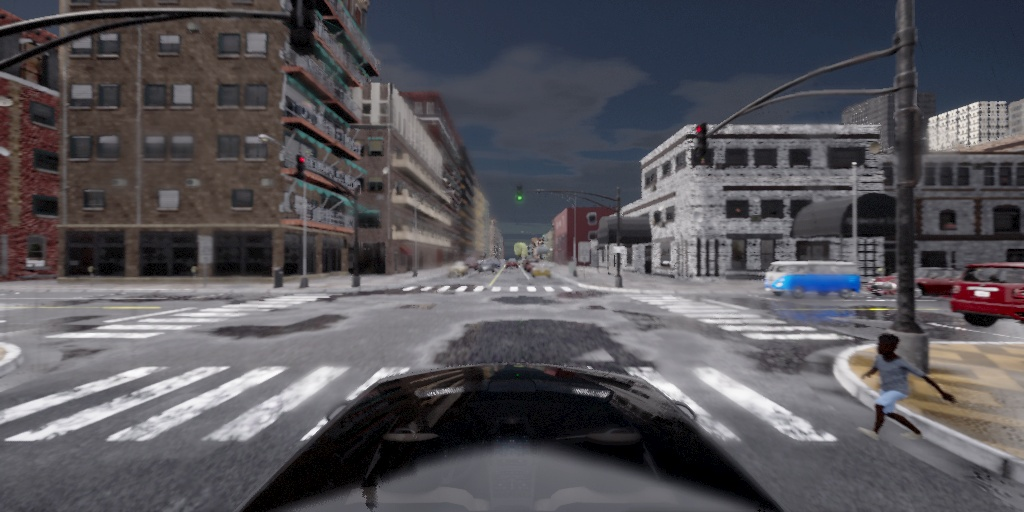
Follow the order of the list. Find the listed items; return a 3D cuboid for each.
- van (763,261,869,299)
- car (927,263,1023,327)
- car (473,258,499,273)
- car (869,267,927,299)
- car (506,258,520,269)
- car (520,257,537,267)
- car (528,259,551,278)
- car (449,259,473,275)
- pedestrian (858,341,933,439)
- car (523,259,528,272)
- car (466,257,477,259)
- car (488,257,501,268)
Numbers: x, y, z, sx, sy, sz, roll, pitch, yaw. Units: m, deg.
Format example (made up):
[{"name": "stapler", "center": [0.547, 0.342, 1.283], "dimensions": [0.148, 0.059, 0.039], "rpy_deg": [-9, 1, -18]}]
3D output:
[{"name": "van", "center": [14.896, 1.166, 17.938], "dimensions": [3.998, 1.789, 1.690], "rpy_deg": [0, 0, 0]}, {"name": "car", "center": [14.919, 1.100, 9.558], "dimensions": [5.009, 1.841, 2.192], "rpy_deg": [0, 0, 0]}, {"name": "car", "center": [-3.062, 1.276, 43.698], "dimensions": [2.128, 1.511, 4.902], "rpy_deg": [0, 0, 0]}, {"name": "car", "center": [20.420, 1.283, 17.951], "dimensions": [4.097, 1.591, 1.967], "rpy_deg": [0, 0, 0]}, {"name": "car", "center": [-0.001, 1.160, 59.818], "dimensions": [2.097, 1.767, 4.553], "rpy_deg": [0, 0, 0]}, {"name": "car", "center": [2.689, 1.107, 50.077], "dimensions": [2.192, 1.841, 5.009], "rpy_deg": [0, 0, 0]}, {"name": "car", "center": [2.690, 1.298, 33.629], "dimensions": [1.751, 1.417, 4.829], "rpy_deg": [0, 0, 0]}, {"name": "car", "center": [-5.692, 1.304, 38.827], "dimensions": [1.751, 1.417, 4.829], "rpy_deg": [0, 0, 0]}, {"name": "pedestrian", "center": [4.220, 1.044, 3.965], "dimensions": [0.375, 1.860, 0.375], "rpy_deg": [0, 0, 0]}, {"name": "car", "center": [2.689, 1.367, 44.538], "dimensions": [1.802, 1.307, 4.207], "rpy_deg": [0, 0, 0]}, {"name": "car", "center": [-5.692, 1.107, 50.076], "dimensions": [2.192, 1.841, 5.009], "rpy_deg": [0, 0, 0]}, {"name": "car", "center": [-3.019, 1.164, 60.510], "dimensions": [2.097, 1.767, 4.553], "rpy_deg": [0, 0, 0]}]
